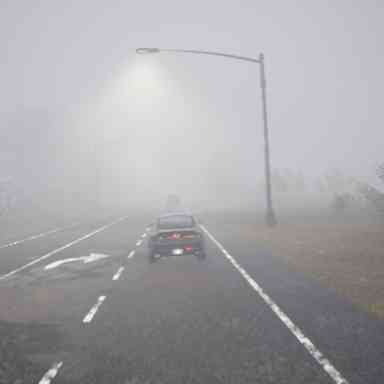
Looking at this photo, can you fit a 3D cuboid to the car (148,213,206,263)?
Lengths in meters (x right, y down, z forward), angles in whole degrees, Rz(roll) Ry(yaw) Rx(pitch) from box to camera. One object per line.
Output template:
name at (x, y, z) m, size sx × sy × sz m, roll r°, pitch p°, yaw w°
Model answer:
car at (-0.589, 1.564, 12.473) m, size 1.837 × 1.490 × 4.892 m, roll -3°, pitch 0°, yaw -3°

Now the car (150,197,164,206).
car at (-7.549, 2.058, 68.686) m, size 1.895 × 1.301 × 4.718 m, roll -3°, pitch 0°, yaw 1°

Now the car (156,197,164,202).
car at (-8.681, 2.105, 91.054) m, size 1.895 × 1.301 × 4.718 m, roll -3°, pitch 0°, yaw -3°

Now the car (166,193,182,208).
car at (-3.078, 1.450, 54.809) m, size 2.150 × 2.045 × 5.566 m, roll -3°, pitch 0°, yaw -3°
